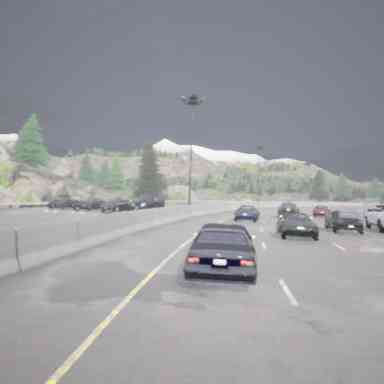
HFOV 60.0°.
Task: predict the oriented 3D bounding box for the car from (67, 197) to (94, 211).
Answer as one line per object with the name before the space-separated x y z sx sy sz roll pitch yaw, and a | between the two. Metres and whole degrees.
car | -11.271 1.385 37.554 2.033 1.411 5.357 2 0 16

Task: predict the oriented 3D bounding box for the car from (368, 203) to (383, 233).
car | 14.242 1.836 24.069 2.150 2.045 5.566 2 0 14

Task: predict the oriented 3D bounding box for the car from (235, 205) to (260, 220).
car | 5.067 1.906 30.287 1.994 1.385 4.181 2 0 15

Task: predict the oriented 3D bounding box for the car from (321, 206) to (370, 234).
car | 10.427 2.006 22.971 1.812 1.442 4.674 2 0 13

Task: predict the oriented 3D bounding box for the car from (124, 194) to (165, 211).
car | -4.616 1.252 35.347 2.150 2.045 5.566 2 -1 16

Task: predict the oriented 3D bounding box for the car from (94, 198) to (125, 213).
car | -8.089 1.442 35.944 1.837 1.490 4.892 2 -1 16

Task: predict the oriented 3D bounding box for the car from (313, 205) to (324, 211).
car | 15.730 2.321 40.341 1.994 1.385 4.181 2 0 20

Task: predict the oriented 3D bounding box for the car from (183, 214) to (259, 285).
car | 0.928 1.635 9.918 2.033 1.411 5.357 2 0 7

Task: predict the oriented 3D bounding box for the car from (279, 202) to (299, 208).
car | 10.479 1.908 36.031 2.097 1.767 4.553 2 0 18

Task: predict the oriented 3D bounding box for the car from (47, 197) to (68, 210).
car | -14.688 1.291 38.336 1.994 1.385 4.181 2 0 16

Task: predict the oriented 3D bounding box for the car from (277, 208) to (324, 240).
car | 6.039 1.876 19.280 1.994 1.385 4.181 2 0 11
